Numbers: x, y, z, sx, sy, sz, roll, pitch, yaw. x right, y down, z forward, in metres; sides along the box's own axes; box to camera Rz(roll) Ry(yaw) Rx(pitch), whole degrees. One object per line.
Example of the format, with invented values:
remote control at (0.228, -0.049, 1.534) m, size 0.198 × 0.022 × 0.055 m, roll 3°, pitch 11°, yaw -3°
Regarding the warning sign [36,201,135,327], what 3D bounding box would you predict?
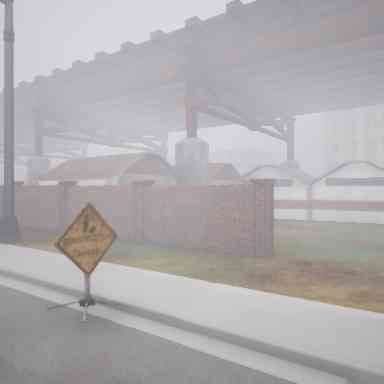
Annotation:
warning sign at (-1.844, 1.115, 5.860) m, size 1.060 × 1.860 × 1.300 m, roll 0°, pitch 0°, yaw 36°
